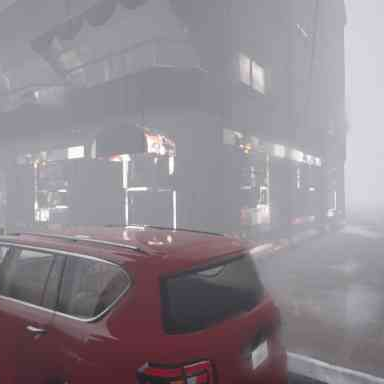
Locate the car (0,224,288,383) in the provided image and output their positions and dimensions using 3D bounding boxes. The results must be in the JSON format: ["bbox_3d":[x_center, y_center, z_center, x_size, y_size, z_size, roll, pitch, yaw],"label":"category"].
[{"bbox_3d":[-1.431,1.316,3.903,5.009,1.841,2.192,0,-1,35],"label":"car"}]
